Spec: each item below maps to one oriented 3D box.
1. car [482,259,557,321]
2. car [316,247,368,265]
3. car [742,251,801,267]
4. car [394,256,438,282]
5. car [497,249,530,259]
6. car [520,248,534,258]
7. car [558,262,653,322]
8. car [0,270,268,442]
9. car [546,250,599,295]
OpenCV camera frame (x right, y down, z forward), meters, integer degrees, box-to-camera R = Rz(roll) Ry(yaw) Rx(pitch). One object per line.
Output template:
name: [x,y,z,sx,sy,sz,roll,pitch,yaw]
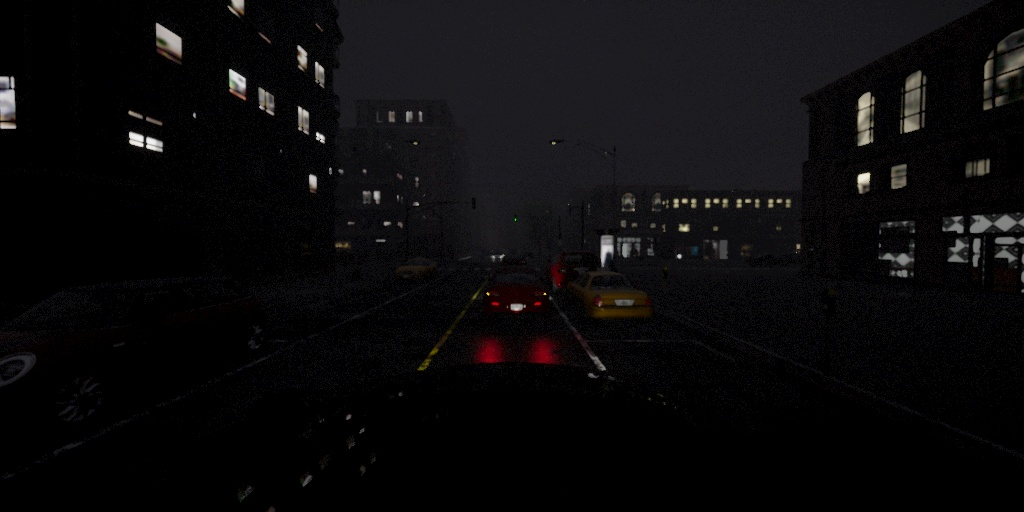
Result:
car: [0.102,1.009,11.023,1.812,1.442,4.674,0,2,0]
car: [-17.268,0.031,36.053,5.009,1.841,2.192,0,0,0]
car: [26.156,0.431,36.304,4.507,1.381,1.888,0,0,0]
car: [-5.687,0.700,21.657,1.751,1.417,4.829,0,0,0]
car: [0.229,0.506,26.931,1.882,1.535,5.008,0,2,3]
car: [2.704,-0.330,59.760,2.007,1.370,4.403,0,0,0]
car: [2.692,1.017,10.920,1.751,1.417,4.829,0,0,0]
car: [-5.689,1.089,5.215,1.967,1.591,4.097,0,0,0]
car: [2.694,0.648,16.287,2.192,1.841,5.009,0,0,0]
